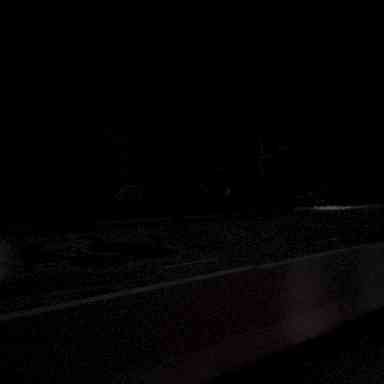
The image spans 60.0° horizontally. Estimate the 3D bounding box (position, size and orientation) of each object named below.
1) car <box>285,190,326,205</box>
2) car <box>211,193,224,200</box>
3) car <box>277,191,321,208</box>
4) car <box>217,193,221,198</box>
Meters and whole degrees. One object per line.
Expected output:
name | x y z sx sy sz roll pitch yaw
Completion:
car | 14.336 0.704 42.862 2.150 2.045 5.566 -1 1 -36
car | 5.436 0.874 70.323 1.994 1.385 4.181 -1 1 -6
car | 12.282 1.015 39.625 1.882 1.535 5.008 -1 1 -35
car | 4.395 1.003 57.041 1.882 1.535 5.008 -1 1 -35
